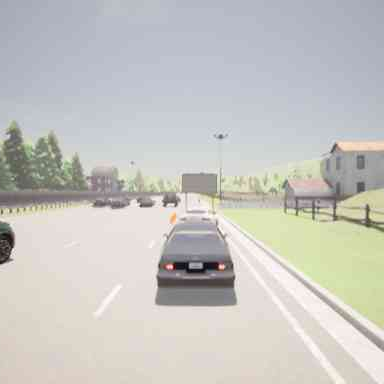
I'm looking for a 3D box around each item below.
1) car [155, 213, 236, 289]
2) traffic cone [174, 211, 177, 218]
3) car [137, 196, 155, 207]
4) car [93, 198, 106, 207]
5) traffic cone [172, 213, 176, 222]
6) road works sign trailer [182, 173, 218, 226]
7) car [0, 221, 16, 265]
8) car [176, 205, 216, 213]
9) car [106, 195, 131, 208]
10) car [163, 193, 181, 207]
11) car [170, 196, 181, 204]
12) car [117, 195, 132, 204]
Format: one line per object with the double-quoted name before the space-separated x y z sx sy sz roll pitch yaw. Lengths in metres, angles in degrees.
"car" 0.104 1.557 9.311 2.033 1.411 5.357 0 0 1
"traffic cone" -1.469 1.982 25.666 0.340 0.580 0.340 0 0 0
"car" -6.863 1.617 51.464 1.994 1.385 4.181 0 0 0
"car" -13.864 1.580 51.395 1.812 1.442 4.674 0 0 0
"traffic cone" -1.471 1.980 23.666 0.340 0.580 0.340 0 0 0
"road works sign trailer" 0.505 0.488 22.527 2.380 3.560 2.880 0 0 -2
"car" -6.893 1.232 8.602 2.150 2.045 5.566 0 0 0
"car" 0.386 1.563 18.915 1.812 1.442 4.674 -1 -1 8
"car" -10.364 1.598 48.279 2.033 1.411 5.357 0 0 0
"car" -3.362 1.271 53.666 2.150 2.045 5.566 0 -1 0
"car" -3.351 1.637 69.061 1.994 1.385 4.181 0 0 0
"car" -13.850 1.425 68.359 2.097 1.767 4.553 0 0 0
